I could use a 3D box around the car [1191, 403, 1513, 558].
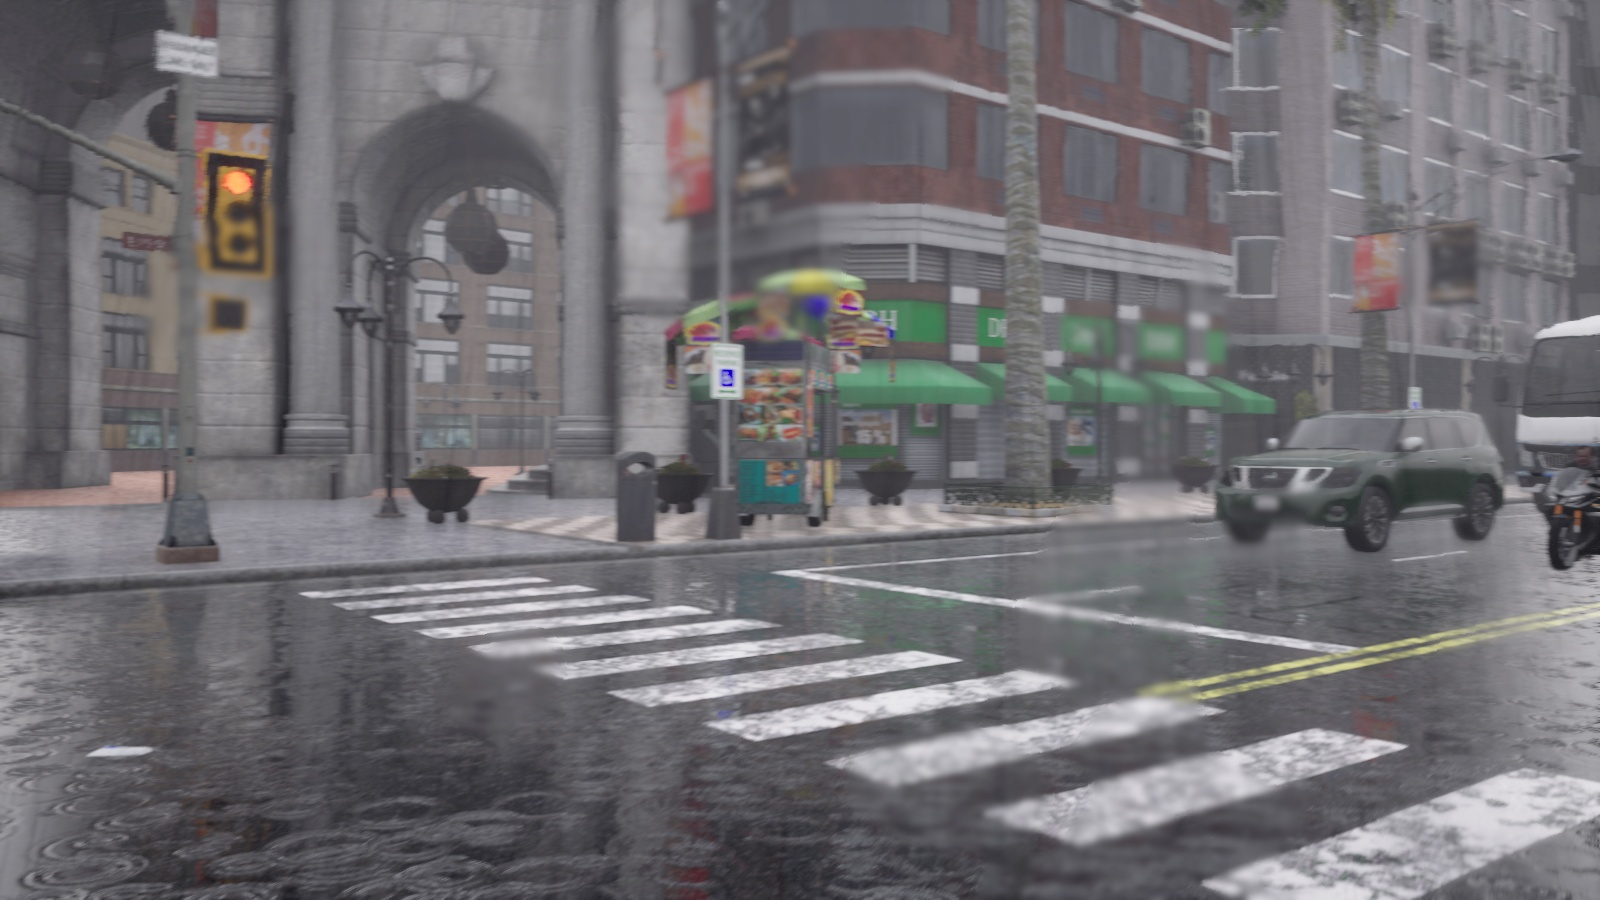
[{"bbox_3d":[8.542,0.394,19.178,5.566,2.045,2.150,0,0,-39],"label":"car"}]

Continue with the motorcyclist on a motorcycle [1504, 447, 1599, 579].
[{"bbox_3d":[9.721,0.736,15.688,2.191,1.530,0.866,0,0,-39],"label":"motorcyclist on a motorcycle"}]

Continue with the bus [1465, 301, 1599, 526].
[{"bbox_3d":[18.857,-0.699,27.275,10.273,4.253,3.944,0,0,-38],"label":"bus"}]
